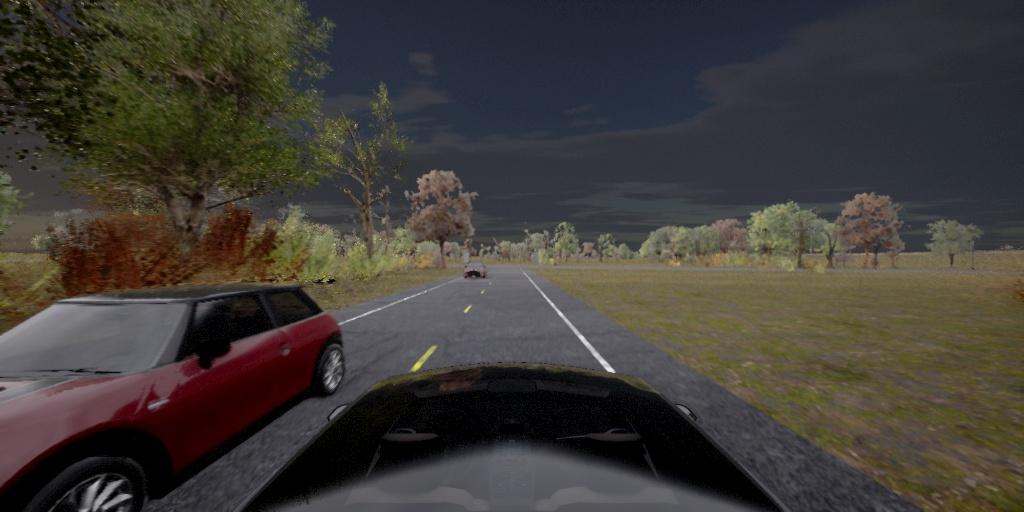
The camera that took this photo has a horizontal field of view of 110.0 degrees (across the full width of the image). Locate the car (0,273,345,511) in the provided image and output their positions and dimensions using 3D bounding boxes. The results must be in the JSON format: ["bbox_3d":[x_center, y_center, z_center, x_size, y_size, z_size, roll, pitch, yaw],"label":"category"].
[{"bbox_3d":[-3.600,1.117,3.576,2.097,1.767,4.553,0,0,0],"label":"car"}]

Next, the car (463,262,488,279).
[{"bbox_3d":[-3.597,1.373,35.992,2.097,1.767,4.553,0,0,0],"label":"car"}]
